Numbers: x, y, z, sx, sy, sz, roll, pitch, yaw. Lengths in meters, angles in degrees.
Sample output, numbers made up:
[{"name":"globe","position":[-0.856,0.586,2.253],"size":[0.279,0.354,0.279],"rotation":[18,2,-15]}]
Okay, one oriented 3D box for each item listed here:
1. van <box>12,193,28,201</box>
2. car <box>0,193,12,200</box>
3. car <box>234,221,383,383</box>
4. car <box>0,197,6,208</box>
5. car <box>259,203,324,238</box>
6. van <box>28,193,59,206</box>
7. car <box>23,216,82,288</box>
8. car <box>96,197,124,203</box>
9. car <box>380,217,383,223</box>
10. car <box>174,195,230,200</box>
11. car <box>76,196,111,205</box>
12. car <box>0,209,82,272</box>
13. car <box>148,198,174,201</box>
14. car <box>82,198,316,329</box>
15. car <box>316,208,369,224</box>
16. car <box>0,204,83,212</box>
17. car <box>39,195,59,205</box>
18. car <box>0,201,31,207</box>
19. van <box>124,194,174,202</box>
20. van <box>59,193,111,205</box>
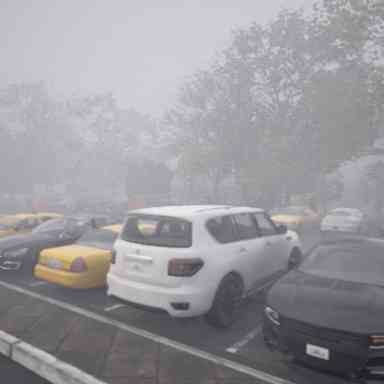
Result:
[{"name":"van","position":[-16.383,1.138,35.859],"size":[1.878,1.987,4.442],"rotation":[0,0,36]},{"name":"car","position":[-18.574,1.110,37.556],"size":[2.435,2.045,5.566],"rotation":[0,0,36]},{"name":"car","position":[2.919,1.576,5.874],"size":[2.097,1.535,5.008],"rotation":[1,0,36]},{"name":"car","position":[-27.631,1.393,44.156],"size":[2.002,1.452,4.674],"rotation":[0,0,36]},{"name":"car","position":[6.000,1.515,19.558],"size":[1.946,1.575,5.366],"rotation":[1,0,36]},{"name":"van","position":[-14.003,1.140,34.423],"size":[1.878,1.987,4.442],"rotation":[0,0,36]},{"name":"car","position":[-1.471,1.521,9.277],"size":[1.946,1.575,5.366],"rotation":[1,0,36]},{"name":"car","position":[-5.190,1.424,27.930],"size":[2.163,1.488,4.792],"rotation":[1,0,36]},{"name":"car","position":[10.578,1.600,16.434],"size":[2.163,1.488,4.792],"rotation":[1,0,36]},{"name":"car","position":[1.642,1.214,22.980],"size":[2.435,2.045,5.566],"rotation":[1,0,36]},{"name":"car","position":[-7.327,1.410,29.478],"size":[2.163,1.488,4.792],"rotation":[0,0,36]},{"name":"car","position":[-3.825,1.499,10.761],"size":[2.231,1.521,4.892],"rotation":[1,0,36]},{"name":"car","position":[-0.636,1.469,24.560],"size":[2.163,1.488,4.792],"rotation":[1,0,36]},{"name":"car","position":[0.687,1.299,7.520],"size":[2.435,2.045,5.566],"rotation":[1,0,36]},{"name":"car","position":[8.350,1.584,18.081],"size":[2.002,1.452,4.674],"rotation":[1,0,36]},{"name":"car","position":[-6.185,1.468,12.234],"size":[1.946,1.575,5.366],"rotation":[1,0,36]},{"name":"car","position":[-11.826,1.368,32.708],"size":[2.097,1.535,5.008],"rotation":[0,0,36]},{"name":"car","position":[-10.779,1.417,15.563],"size":[1.946,1.575,5.366],"rotation":[1,0,36]},{"name":"van","position":[-2.893,1.189,26.374],"size":[1.878,1.987,4.442],"rotation":[1,0,36]},{"name":"van","position":[-9.636,1.147,30.981],"size":[1.878,1.987,4.442],"rotation":[0,0,36]}]
